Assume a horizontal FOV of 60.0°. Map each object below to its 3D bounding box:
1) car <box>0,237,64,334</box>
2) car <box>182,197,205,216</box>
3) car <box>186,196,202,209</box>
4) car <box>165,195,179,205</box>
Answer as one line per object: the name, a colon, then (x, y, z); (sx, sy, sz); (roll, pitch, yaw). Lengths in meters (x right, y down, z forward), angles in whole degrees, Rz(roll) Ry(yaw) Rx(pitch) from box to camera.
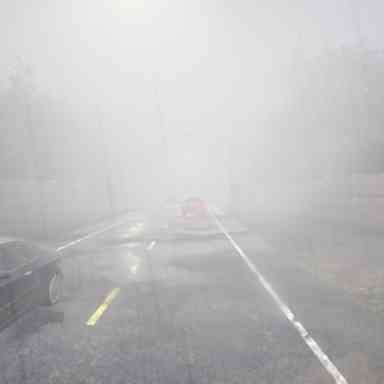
car: (-3.577, 1.514, 5.235); (1.812, 1.442, 4.674); (0, 0, 0)
car: (0.169, 1.284, 31.780); (2.097, 1.767, 4.553); (0, 0, 0)
car: (0.295, 1.399, 45.695); (2.128, 1.511, 4.902); (0, 0, 1)
car: (-3.266, 1.225, 55.450); (2.097, 1.767, 4.553); (0, 0, 1)
